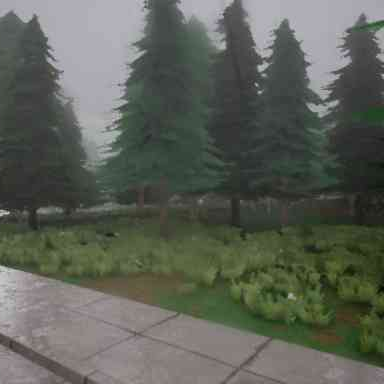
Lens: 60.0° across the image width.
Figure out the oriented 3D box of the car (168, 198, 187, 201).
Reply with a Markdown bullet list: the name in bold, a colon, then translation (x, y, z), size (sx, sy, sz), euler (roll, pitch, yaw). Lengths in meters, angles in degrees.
- **car**: translation (-1.911, 1.439, 52.046), size (1.882, 1.535, 5.008), euler (0, 0, 37)
